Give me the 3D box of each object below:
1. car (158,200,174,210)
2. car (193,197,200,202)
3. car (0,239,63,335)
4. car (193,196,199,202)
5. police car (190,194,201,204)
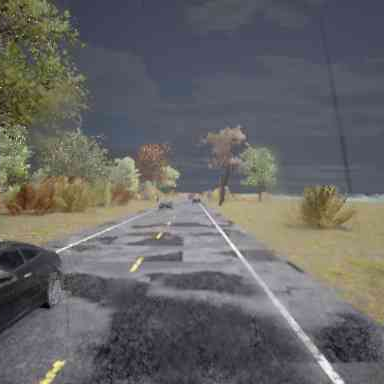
[{"bbox_3d":[-3.584,1.777,46.813,2.033,1.411,5.357,0,0,0],"label":"car"},{"bbox_3d":[1.056,1.932,86.457,1.812,1.442,4.674,0,0,0],"label":"car"},{"bbox_3d":[-3.601,1.554,5.278,1.812,1.442,4.674,0,0,0],"label":"car"},{"bbox_3d":[1.069,1.937,92.456,1.837,1.490,4.892,0,0,0],"label":"car"},{"bbox_3d":[1.046,1.789,76.573,1.930,1.638,5.238,0,0,0],"label":"police car"}]
